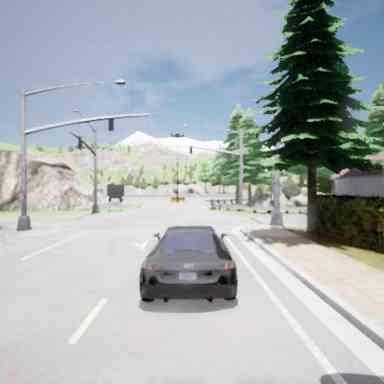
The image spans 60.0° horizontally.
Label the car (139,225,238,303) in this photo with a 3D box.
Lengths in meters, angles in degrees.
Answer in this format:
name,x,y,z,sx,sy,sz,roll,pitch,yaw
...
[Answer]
name,x,y,z,sx,sy,sz,roll,pitch,yaw
car,-0.045,1.483,8.144,1.994,1.385,4.181,0,1,1
